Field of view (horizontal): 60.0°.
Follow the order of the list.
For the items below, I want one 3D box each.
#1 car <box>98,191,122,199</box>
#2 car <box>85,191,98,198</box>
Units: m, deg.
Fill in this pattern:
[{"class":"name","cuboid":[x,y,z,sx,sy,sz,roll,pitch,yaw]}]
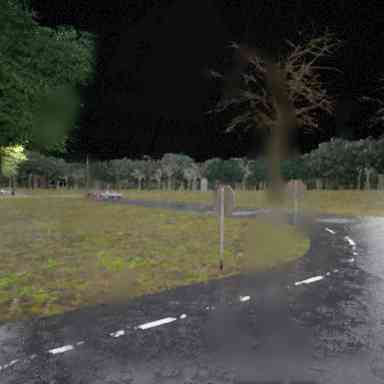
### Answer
[{"class":"car","cuboid":[-13.064,0.449,53.826,1.895,1.301,4.718,1,0,-34]},{"class":"car","cuboid":[-17.805,0.416,60.378,1.895,1.301,4.718,1,0,-36]}]
